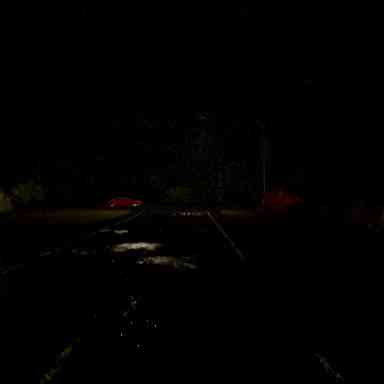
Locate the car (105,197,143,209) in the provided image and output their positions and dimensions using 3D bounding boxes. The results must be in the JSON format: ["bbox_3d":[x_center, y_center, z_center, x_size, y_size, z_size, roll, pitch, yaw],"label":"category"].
[{"bbox_3d":[-9.199,1.440,45.427,5.008,1.535,1.882,0,0,-2],"label":"car"}]

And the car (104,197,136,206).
[{"bbox_3d":[-11.276,1.537,52.374,4.718,1.301,1.895,0,0,-2],"label":"car"}]

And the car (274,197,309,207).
[{"bbox_3d":[15.841,1.583,53.101,4.902,1.511,2.128,-1,0,-2],"label":"car"}]

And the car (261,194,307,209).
[{"bbox_3d":[12.427,1.269,45.982,5.566,2.045,2.150,0,0,-2],"label":"car"}]
